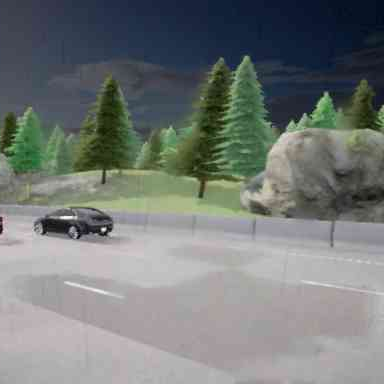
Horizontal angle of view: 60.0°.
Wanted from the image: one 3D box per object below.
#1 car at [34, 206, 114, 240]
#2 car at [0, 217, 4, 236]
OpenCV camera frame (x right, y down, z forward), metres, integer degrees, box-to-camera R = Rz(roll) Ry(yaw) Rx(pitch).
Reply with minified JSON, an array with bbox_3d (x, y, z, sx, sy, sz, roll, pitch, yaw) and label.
[{"bbox_3d":[-6.096,1.495,16.948,4.892,1.490,1.837,0,0,36],"label":"car"},{"bbox_3d":[-11.117,1.466,16.232,5.008,1.535,1.882,0,0,36],"label":"car"}]
